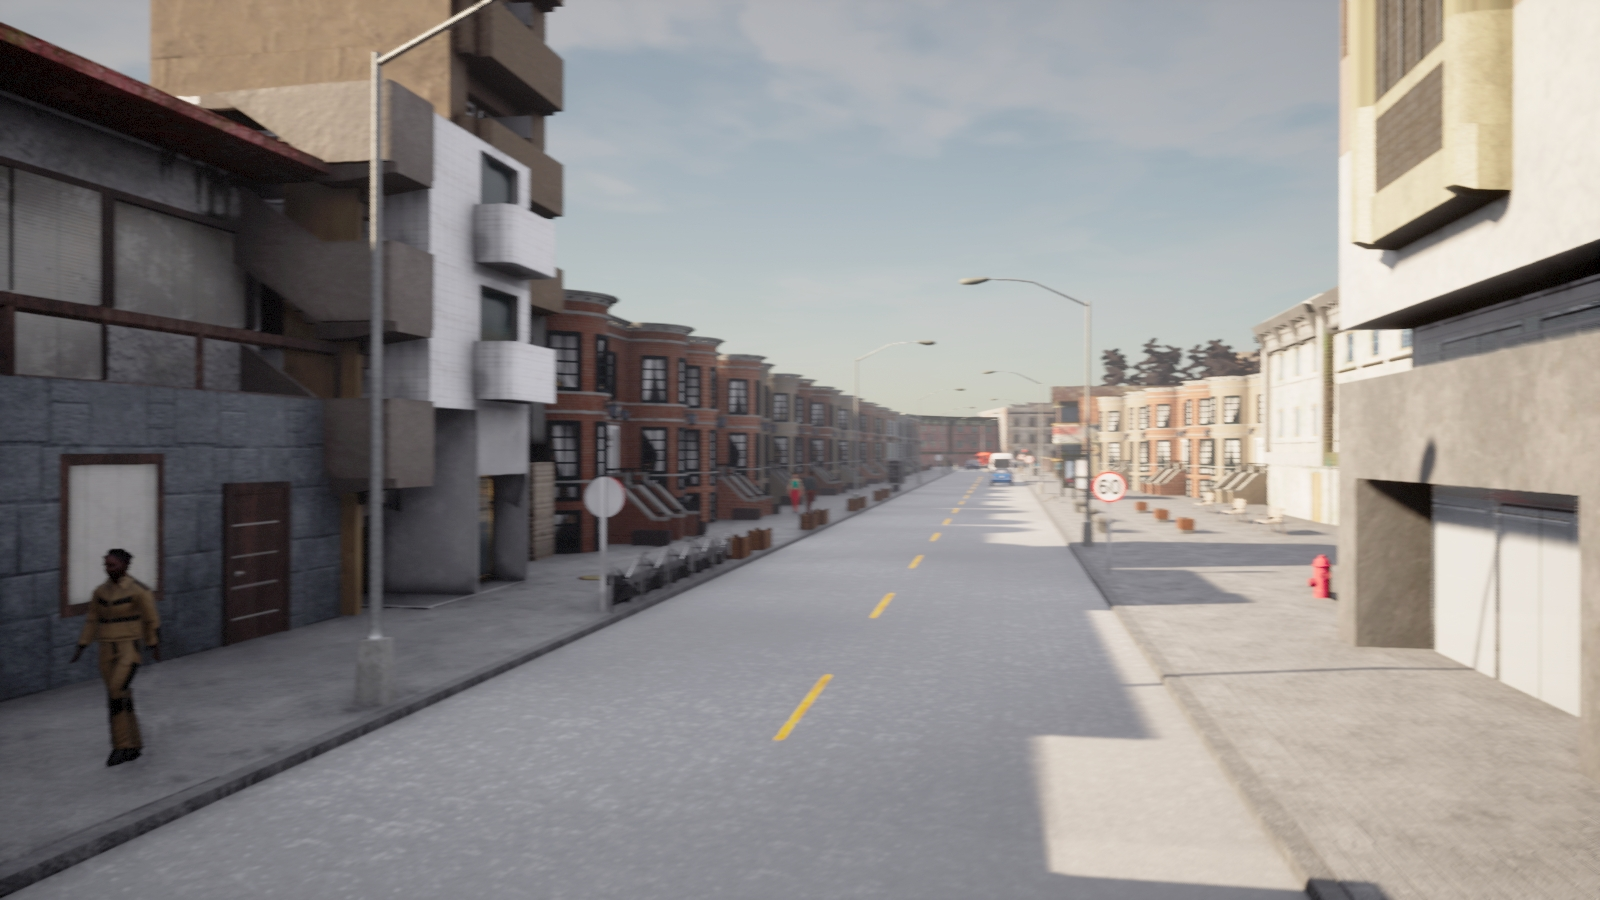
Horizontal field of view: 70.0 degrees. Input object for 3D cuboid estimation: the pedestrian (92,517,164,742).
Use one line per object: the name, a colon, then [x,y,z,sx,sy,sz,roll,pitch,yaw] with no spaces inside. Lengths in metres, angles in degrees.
pedestrian: [-5.731,1.512,9.754,0.375,1.860,0.375,0,0,4]

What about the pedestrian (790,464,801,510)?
pedestrian: [-0.170,1.526,47.379,0.375,1.860,0.375,0,0,12]

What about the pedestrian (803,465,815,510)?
pedestrian: [0.380,1.527,46.763,0.375,1.860,0.375,0,0,27]
